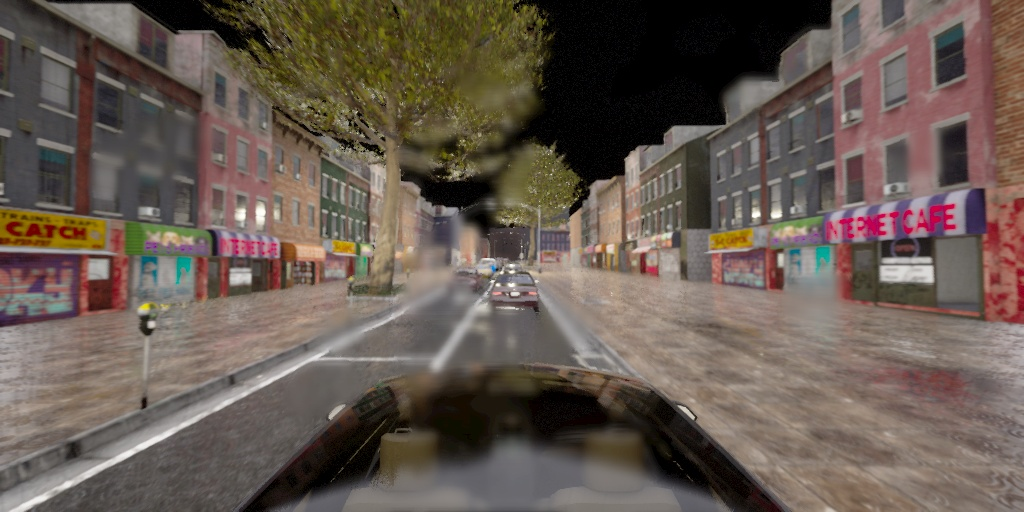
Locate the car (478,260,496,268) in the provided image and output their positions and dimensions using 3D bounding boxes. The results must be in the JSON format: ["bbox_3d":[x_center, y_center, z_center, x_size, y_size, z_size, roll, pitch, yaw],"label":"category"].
[{"bbox_3d":[-2.622,1.329,31.829,1.751,1.417,4.829,0,0,0],"label":"car"}]

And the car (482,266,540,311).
[{"bbox_3d":[0.107,1.316,14.465,2.033,1.411,5.357,0,0,0],"label":"car"}]

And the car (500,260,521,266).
[{"bbox_3d":[0.117,1.358,35.006,2.033,1.411,5.357,0,0,0],"label":"car"}]

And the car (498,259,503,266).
[{"bbox_3d":[-2.614,1.411,48.604,1.948,1.339,4.313,0,0,0],"label":"car"}]

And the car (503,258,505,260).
[{"bbox_3d":[-2.609,1.422,59.675,1.888,1.381,4.507,0,0,0],"label":"car"}]

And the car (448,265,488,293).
[{"bbox_3d":[-2.627,1.362,20.929,1.802,1.307,4.207,0,0,0],"label":"car"}]

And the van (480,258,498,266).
[{"bbox_3d":[-2.619,1.157,37.534,1.690,1.789,3.998,0,0,0],"label":"van"}]
